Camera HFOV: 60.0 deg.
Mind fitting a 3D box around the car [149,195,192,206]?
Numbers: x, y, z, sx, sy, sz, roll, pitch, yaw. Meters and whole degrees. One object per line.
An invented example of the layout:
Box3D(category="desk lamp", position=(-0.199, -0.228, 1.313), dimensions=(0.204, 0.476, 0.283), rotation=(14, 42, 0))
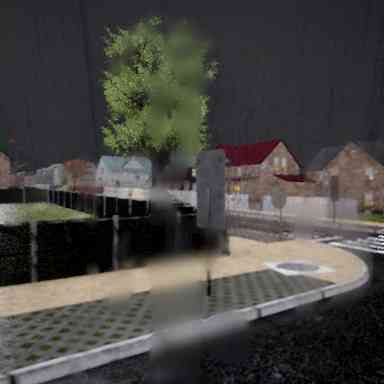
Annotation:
Box3D(category="car", position=(-1.807, 0.996, 26.435), dimensions=(2.128, 1.511, 4.902), rotation=(1, 1, -35))

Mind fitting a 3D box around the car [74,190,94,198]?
Box3D(category="car", position=(-14.831, 0.422, 45.232), dimensions=(1.895, 1.301, 4.718), rotation=(1, 1, -34))
